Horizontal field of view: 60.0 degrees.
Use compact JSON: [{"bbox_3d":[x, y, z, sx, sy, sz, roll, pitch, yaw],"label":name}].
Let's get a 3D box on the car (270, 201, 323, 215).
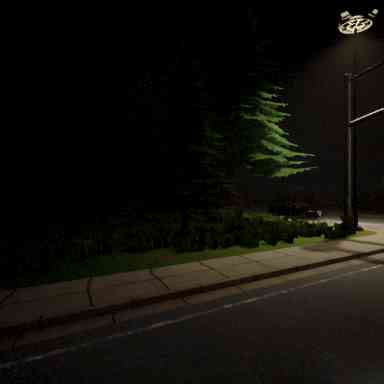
[{"bbox_3d":[8.841,1.516,28.604,2.128,1.511,4.902,0,0,-35],"label":"car"}]
